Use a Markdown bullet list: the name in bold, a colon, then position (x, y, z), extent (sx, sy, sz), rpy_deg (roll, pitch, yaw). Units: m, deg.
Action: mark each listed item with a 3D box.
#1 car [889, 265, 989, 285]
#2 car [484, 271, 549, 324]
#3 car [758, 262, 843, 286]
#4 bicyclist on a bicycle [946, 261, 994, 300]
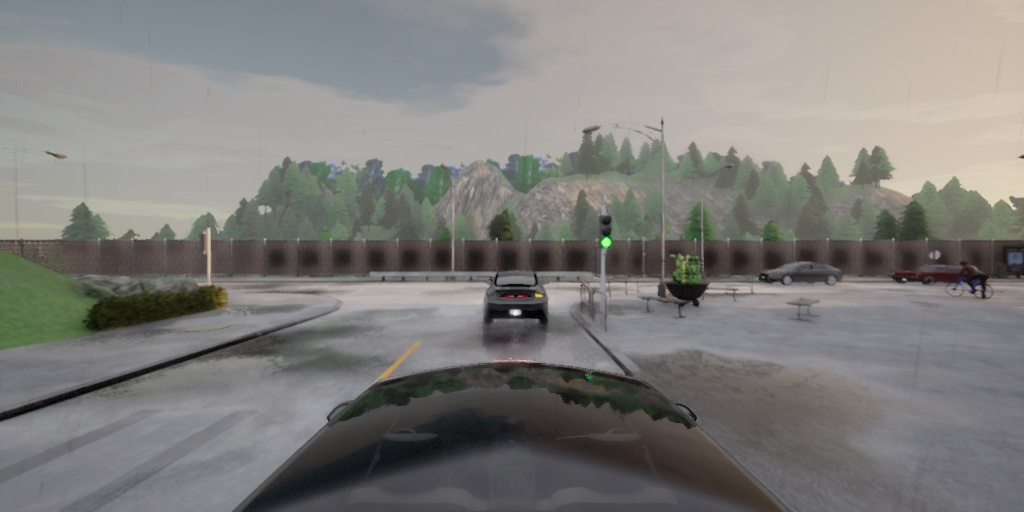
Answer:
- **car**: position (28.547, 1.269, 24.098), extent (4.718, 1.301, 1.895), rpy_deg (0, 0, 0)
- **car**: position (0.162, 1.218, 11.757), extent (1.837, 1.490, 4.892), rpy_deg (0, 0, 2)
- **car**: position (19.290, 1.173, 24.093), extent (4.892, 1.490, 1.837), rpy_deg (0, 0, 0)
- **bicyclist on a bicycle**: position (19.980, 1.048, 15.695), extent (0.582, 1.620, 1.656), rpy_deg (0, 0, 0)
